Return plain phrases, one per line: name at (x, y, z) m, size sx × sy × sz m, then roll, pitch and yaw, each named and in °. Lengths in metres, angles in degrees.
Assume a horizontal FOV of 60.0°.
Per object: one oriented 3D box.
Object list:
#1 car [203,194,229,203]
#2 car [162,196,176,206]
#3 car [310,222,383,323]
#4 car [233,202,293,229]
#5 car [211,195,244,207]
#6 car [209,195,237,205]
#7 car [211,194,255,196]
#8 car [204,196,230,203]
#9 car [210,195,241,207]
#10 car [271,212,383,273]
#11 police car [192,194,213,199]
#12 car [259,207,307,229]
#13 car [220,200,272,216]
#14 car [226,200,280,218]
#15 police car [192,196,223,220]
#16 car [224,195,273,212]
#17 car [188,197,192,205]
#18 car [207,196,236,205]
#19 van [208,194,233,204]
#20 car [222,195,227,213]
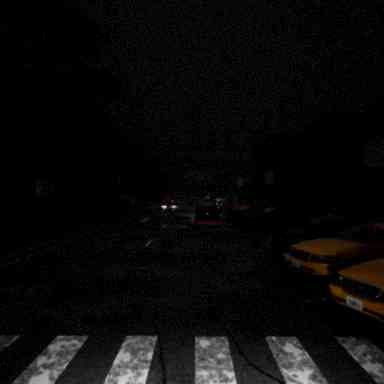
car at (5.636, 1.446, 78.406) m, size 5.566 × 2.045 × 2.435 m, roll 1°, pitch -1°, yaw -20°
car at (-3.906, 1.467, 57.189) m, size 2.097 × 1.767 × 4.553 m, roll 0°, pitch 0°, yaw 0°
car at (5.134, 1.485, 6.263) m, size 5.366 × 1.575 × 1.946 m, roll 1°, pitch 0°, yaw -20°
car at (5.345, 1.543, 21.329) m, size 4.674 × 1.452 × 2.002 m, roll 1°, pitch 0°, yaw -20°
car at (5.480, 1.450, 51.347) m, size 4.553 × 1.767 × 2.185 m, roll 1°, pitch -1°, yaw -20°
car at (5.594, 1.489, 60.365) m, size 4.553 × 1.767 × 2.185 m, roll 1°, pitch 0°, yaw -20°
car at (5.453, 1.303, 45.334) m, size 5.566 × 2.045 × 2.435 m, roll 1°, pitch 0°, yaw -20°
car at (5.427, 1.664, 72.312) m, size 5.366 × 1.575 × 1.946 m, roll 1°, pitch 0°, yaw -20°
car at (5.498, 1.462, 54.349) m, size 4.553 × 1.767 × 2.185 m, roll 1°, pitch -1°, yaw -20°
car at (5.136, 1.488, 9.264) m, size 5.366 × 1.575 × 1.946 m, roll 1°, pitch 0°, yaw -20°
police car at (1.309, 1.491, 44.172) m, size 1.930 × 1.638 × 5.238 m, roll 0°, pitch 0°, yaw 0°
car at (5.324, 1.496, 12.329) m, size 4.892 × 1.521 × 2.231 m, roll 1°, pitch 0°, yaw -20°
car at (5.399, 1.562, 33.338) m, size 4.674 × 1.452 × 2.002 m, roll 1°, pitch 0°, yaw -20°
car at (5.328, 1.535, 24.321) m, size 4.792 × 1.488 × 2.163 m, roll 1°, pitch 0°, yaw -20°
police car at (1.226, 1.452, 28.171) m, size 1.930 × 1.638 × 5.238 m, roll 0°, pitch 0°, yaw 0°
car at (5.402, 1.386, 27.341) m, size 4.553 × 1.767 × 2.185 m, roll 1°, pitch 0°, yaw -20°
car at (0.204, 1.626, 64.544) m, size 1.882 × 1.535 × 5.008 m, roll 0°, pitch 0°, yaw 0°
car at (5.566, 1.628, 63.368) m, size 5.008 × 1.535 × 2.097 m, roll 1°, pitch -1°, yaw -20°
van at (5.697, 1.418, 66.414) m, size 4.442 × 1.987 × 1.878 m, roll 1°, pitch -1°, yaw -20°
car at (5.419, 1.391, 30.342) m, size 4.553 × 1.767 × 2.185 m, roll 1°, pitch 0°, yaw -20°
